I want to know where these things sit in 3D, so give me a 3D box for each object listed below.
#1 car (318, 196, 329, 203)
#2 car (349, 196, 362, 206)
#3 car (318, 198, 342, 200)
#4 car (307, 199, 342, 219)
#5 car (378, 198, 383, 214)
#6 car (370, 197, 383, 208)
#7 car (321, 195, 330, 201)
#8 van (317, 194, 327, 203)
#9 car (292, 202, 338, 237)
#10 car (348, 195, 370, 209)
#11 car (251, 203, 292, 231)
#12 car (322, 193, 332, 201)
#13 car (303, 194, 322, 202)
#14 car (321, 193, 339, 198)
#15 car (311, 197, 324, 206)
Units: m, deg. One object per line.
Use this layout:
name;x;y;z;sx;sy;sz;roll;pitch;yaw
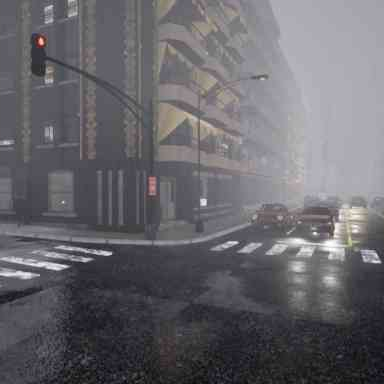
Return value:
car;28.322;1.543;71.660;2.008;1.369;4.403;0;0;24
car;26.851;1.472;54.687;1.882;1.535;5.008;0;0;24
car;14.803;1.597;35.650;1.895;1.301;4.718;0;0;25
car;10.660;1.561;26.591;1.994;1.385;4.181;0;0;25
car;19.588;1.541;32.259;1.887;1.381;4.507;0;0;24
car;26.599;1.435;47.655;1.967;1.590;4.097;0;0;24
car;32.925;1.516;81.769;1.752;1.417;4.829;0;0;24
van;25.985;1.335;66.529;1.690;1.788;3.998;0;0;24
car;6.919;1.523;18.402;1.812;1.442;4.674;0;0;25
car;22.812;1.348;45.783;2.097;1.767;4.553;0;0;24
car;4.953;1.438;20.343;1.967;1.590;4.097;0;0;24
car;35.331;1.304;87.056;2.192;1.841;5.009;0;0;24
car;16.636;1.311;46.002;2.192;1.841;5.009;0;0;24
car;19.068;1.348;44.901;2.097;1.767;4.553;0;0;25
car;21.241;1.521;56.110;1.752;1.417;4.829;0;0;24
